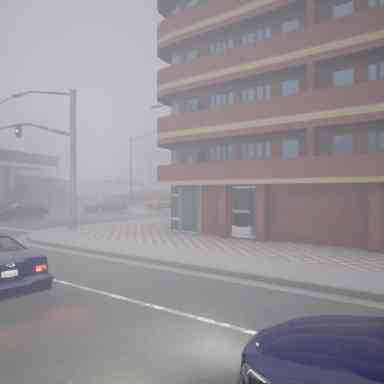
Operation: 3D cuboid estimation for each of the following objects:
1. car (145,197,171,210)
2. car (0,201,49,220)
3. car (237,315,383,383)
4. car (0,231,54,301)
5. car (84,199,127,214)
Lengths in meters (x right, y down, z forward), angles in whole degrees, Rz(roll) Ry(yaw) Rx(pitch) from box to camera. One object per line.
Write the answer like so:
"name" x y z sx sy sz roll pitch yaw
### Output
"car" -4.011 1.389 43.221 2.097 1.767 4.553 0 0 34
"car" -14.393 1.523 27.967 1.812 1.442 4.674 0 0 34
"car" 2.548 1.536 2.176 4.674 1.442 1.812 0 0 35
"car" -5.305 1.545 7.672 5.357 1.411 2.033 0 0 38
"car" -9.202 1.494 35.609 1.882 1.535 5.008 0 0 34
